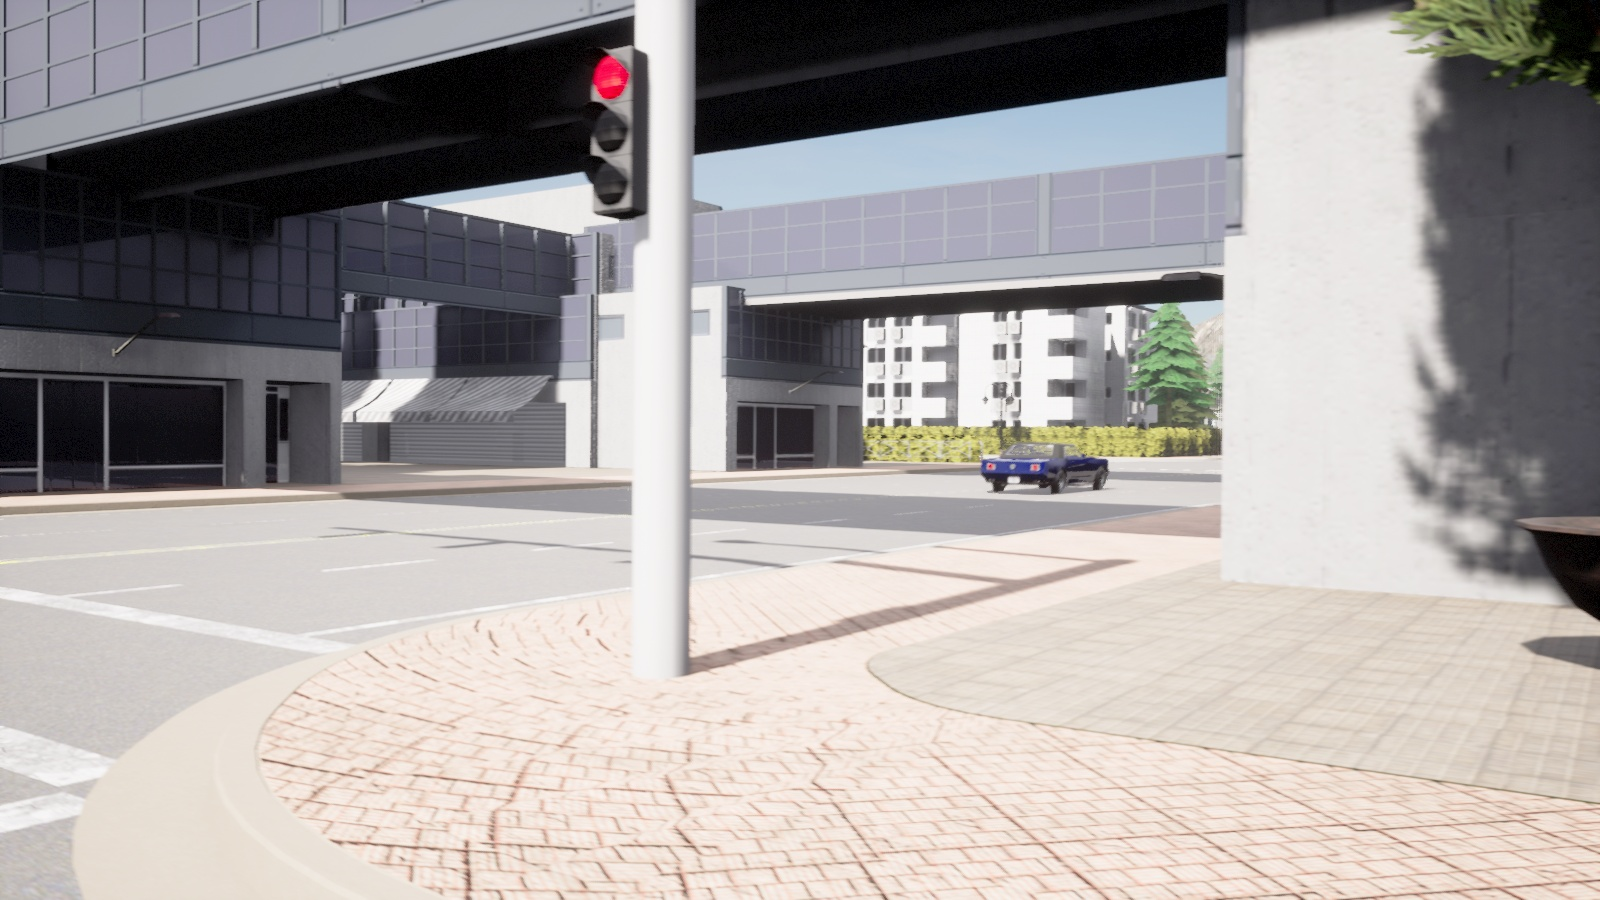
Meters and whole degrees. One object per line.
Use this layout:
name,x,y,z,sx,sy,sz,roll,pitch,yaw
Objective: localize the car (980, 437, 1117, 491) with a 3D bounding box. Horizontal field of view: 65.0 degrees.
car,6.720,0.332,33.549,1.895,1.301,4.718,0,1,34
